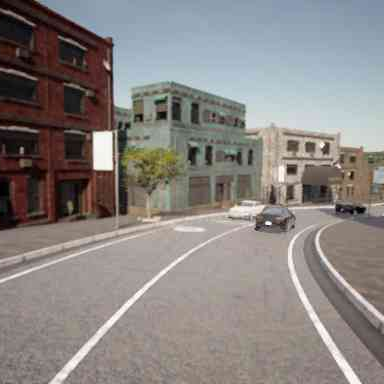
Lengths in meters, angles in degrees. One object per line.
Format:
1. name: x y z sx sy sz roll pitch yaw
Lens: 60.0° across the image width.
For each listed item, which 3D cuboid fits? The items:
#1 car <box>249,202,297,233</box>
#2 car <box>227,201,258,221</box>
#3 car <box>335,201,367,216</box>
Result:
1. car: 5.208 1.577 20.412 1.812 1.442 4.674 2 1 25
2. car: 4.514 1.427 26.664 1.812 1.442 4.674 3 2 33
3. car: 17.411 1.719 36.346 5.008 1.535 1.882 1 3 -44
